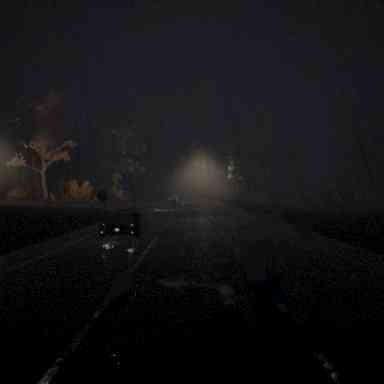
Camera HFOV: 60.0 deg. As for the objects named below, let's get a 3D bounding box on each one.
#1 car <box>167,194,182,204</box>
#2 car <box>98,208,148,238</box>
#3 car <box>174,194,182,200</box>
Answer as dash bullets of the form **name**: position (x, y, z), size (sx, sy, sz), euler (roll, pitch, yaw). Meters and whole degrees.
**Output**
- **car**: position (-3.520, 1.325, 63.339), size (2.097, 1.767, 4.553), euler (0, 0, 0)
- **car**: position (-3.490, 1.557, 17.440), size (1.994, 1.385, 4.181), euler (0, 0, 0)
- **car**: position (-3.795, 1.330, 89.617), size (2.097, 1.767, 4.553), euler (0, 0, 0)
